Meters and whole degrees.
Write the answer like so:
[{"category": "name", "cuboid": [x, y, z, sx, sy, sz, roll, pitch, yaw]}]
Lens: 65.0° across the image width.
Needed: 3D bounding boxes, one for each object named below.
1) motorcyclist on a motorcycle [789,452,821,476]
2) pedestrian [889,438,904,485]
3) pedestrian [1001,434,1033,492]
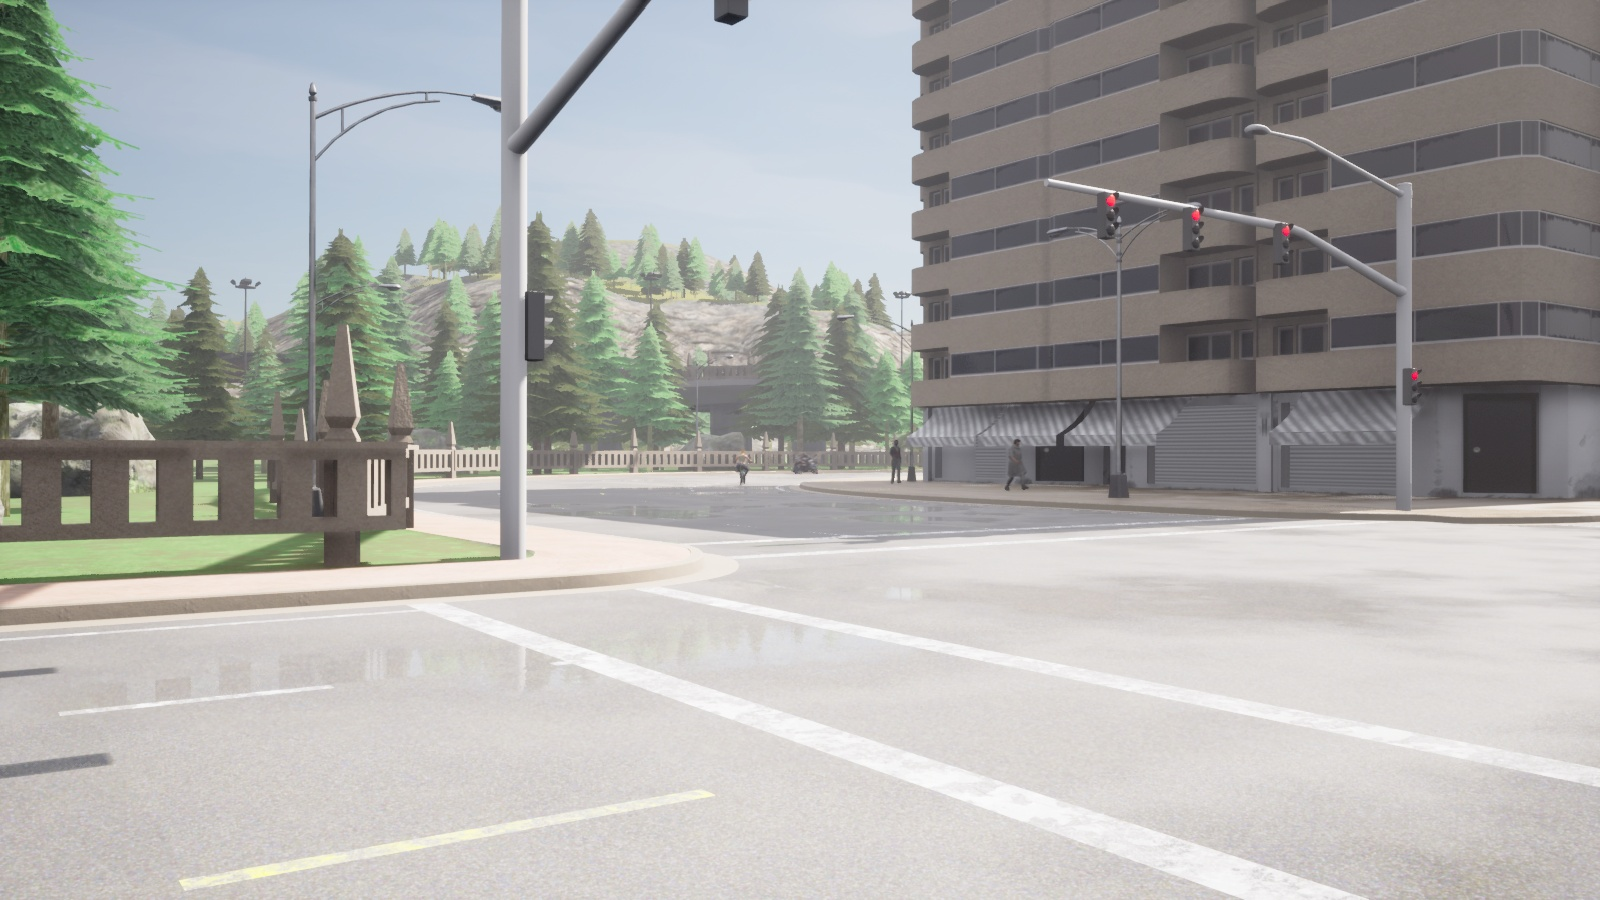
[{"category": "motorcyclist on a motorcycle", "cuboid": [0.329, 0.931, 84.597, 2.191, 1.530, 0.866, 0, 0, -43]}, {"category": "pedestrian", "cuboid": [3.994, 0.462, 52.044, 0.402, 1.930, 0.666, 0, 0, -19]}, {"category": "pedestrian", "cuboid": [7.487, 0.441, 43.275, 0.659, 1.952, 0.873, 0, 0, -33]}]
